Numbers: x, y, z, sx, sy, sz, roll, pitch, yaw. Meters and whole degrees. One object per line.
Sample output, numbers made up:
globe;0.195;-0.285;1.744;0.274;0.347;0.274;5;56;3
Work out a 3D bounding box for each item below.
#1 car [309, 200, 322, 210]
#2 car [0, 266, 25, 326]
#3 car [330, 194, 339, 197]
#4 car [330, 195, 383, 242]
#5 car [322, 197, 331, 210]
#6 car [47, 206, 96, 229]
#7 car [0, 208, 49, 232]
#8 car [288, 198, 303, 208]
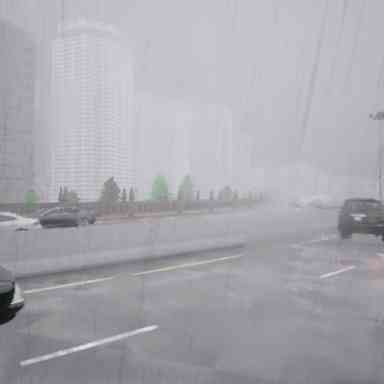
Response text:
car;17.799;1.785;47.155;1.994;1.385;4.181;0;0;27
car;-5.000;1.627;4.609;4.718;1.301;1.895;0;0;-35
car;32.395;1.563;75.071;2.150;2.045;5.566;0;0;20
car;9.308;1.300;16.813;2.150;2.045;5.566;0;0;45
car;16.407;1.652;37.505;1.882;1.535;5.008;0;0;32
car;-8.231;1.593;19.967;4.902;1.511;2.128;0;0;-40
car;-9.192;1.603;14.788;4.674;1.442;1.812;0;0;-37
car;16.155;1.748;51.782;1.837;1.490;4.892;0;0;24
